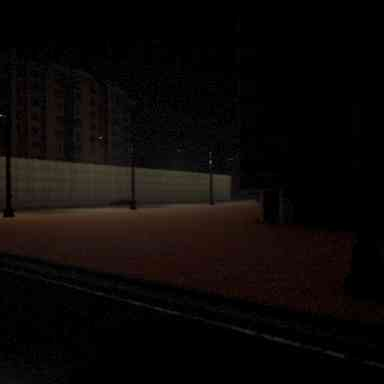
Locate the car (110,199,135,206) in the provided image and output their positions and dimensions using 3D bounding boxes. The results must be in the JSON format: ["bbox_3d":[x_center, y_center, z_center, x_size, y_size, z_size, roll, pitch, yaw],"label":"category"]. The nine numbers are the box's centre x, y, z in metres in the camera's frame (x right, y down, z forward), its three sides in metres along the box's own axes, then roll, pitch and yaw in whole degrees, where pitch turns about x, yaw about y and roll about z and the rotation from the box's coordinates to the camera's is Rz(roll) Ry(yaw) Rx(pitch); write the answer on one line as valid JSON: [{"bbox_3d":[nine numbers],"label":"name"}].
[{"bbox_3d":[-13.414,2.002,64.698,2.033,1.411,5.357,-1,0,36],"label":"car"}]
